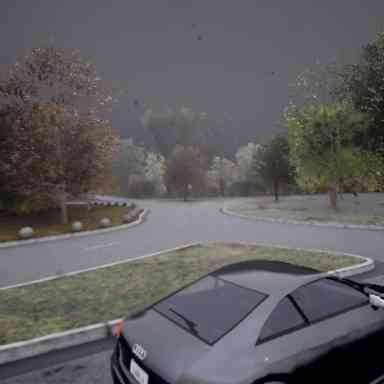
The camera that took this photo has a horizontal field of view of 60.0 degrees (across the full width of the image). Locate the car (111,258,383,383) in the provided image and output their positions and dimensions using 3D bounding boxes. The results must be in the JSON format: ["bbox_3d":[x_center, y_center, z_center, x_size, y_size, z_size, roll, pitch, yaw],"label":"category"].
[{"bbox_3d":[1.191,1.554,4.063,4.181,1.385,1.994,0,0,-34],"label":"car"}]
